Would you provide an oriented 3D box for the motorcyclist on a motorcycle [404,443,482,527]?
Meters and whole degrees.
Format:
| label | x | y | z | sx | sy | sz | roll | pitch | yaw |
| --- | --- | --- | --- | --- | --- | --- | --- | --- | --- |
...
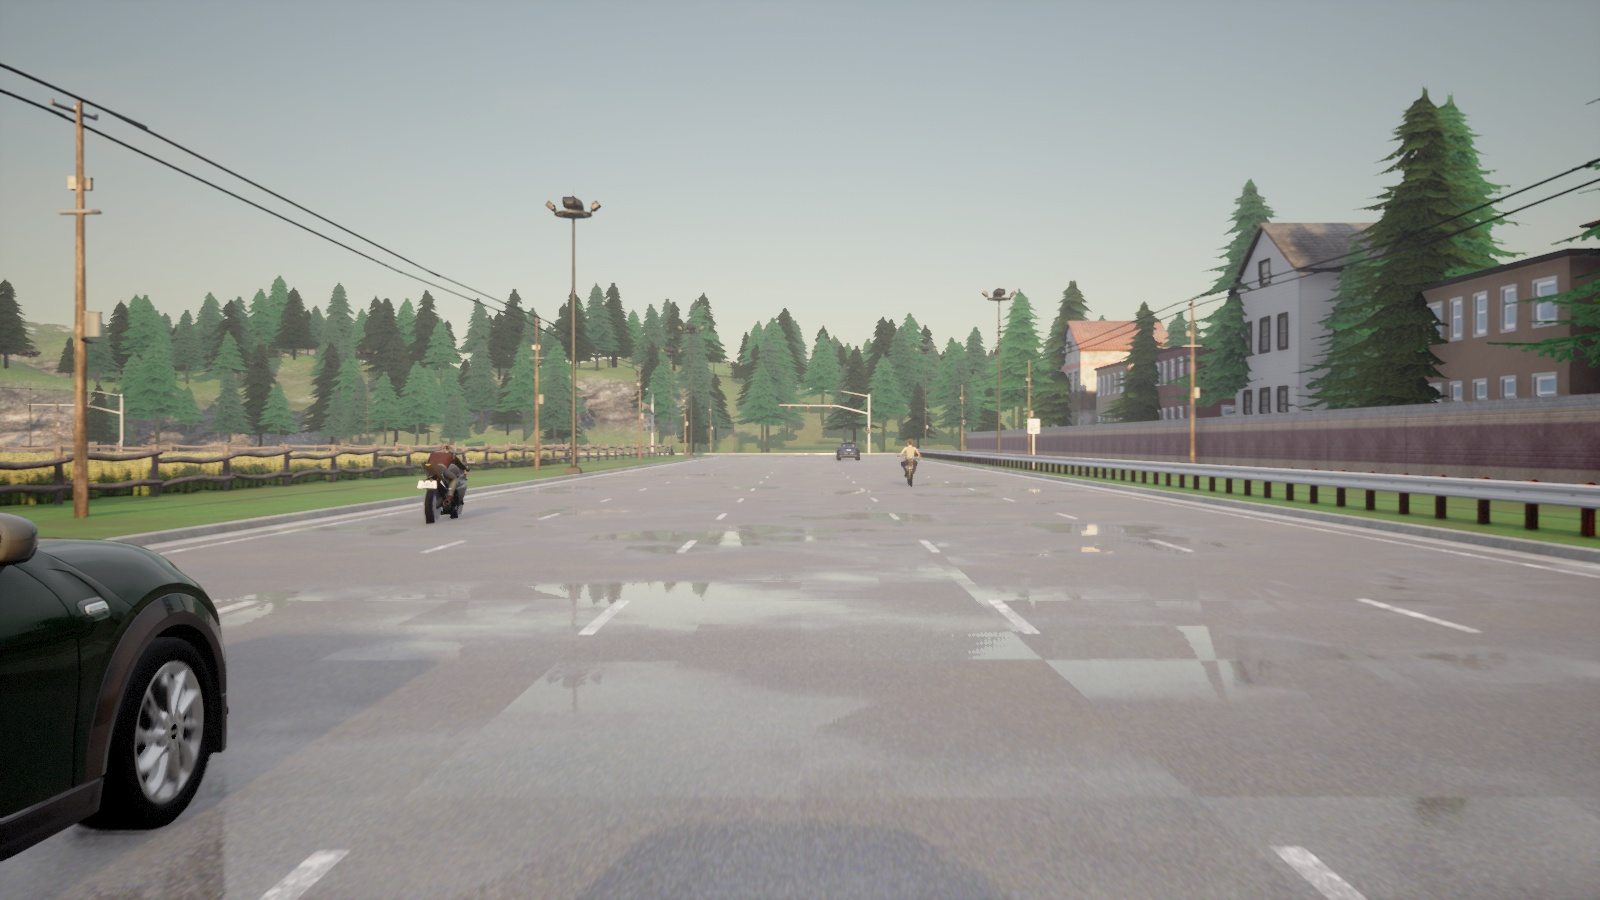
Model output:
| label | x | y | z | sx | sy | sz | roll | pitch | yaw |
| --- | --- | --- | --- | --- | --- | --- | --- | --- | --- |
| motorcyclist on a motorcycle | -6.847 | 0.640 | 24.187 | 0.866 | 1.530 | 2.191 | 0 | 0 | 0 |

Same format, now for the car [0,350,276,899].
| label | x | y | z | sx | sy | sz | roll | pitch | yaw |
| --- | --- | --- | --- | --- | --- | --- | --- | --- | --- |
| car | -3.465 | 0.583 | 3.488 | 2.097 | 1.767 | 4.553 | 0 | 0 | 0 |
